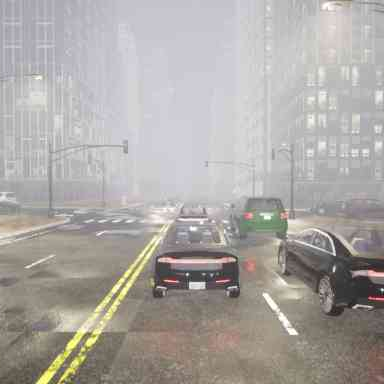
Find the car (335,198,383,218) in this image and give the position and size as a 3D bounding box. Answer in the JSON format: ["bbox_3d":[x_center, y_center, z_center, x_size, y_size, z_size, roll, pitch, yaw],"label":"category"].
[{"bbox_3d":[16.119,1.518,30.076,5.009,1.841,2.192,1,0,1],"label":"car"}]

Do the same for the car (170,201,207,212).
[{"bbox_3d":[0.051,1.482,17.656,2.128,1.511,4.902,0,0,0],"label":"car"}]

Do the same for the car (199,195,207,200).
[{"bbox_3d":[3.004,1.501,91.277,1.895,1.301,4.718,0,0,0],"label":"car"}]

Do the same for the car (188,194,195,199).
[{"bbox_3d":[-0.247,1.333,91.270,1.895,1.301,4.718,0,0,0],"label":"car"}]

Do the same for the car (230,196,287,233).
[{"bbox_3d":[3.303,1.212,17.304,2.150,2.045,5.566,0,0,0],"label":"car"}]

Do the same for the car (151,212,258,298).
[{"bbox_3d":[0.077,1.487,8.472,2.128,1.511,4.902,0,0,0],"label":"car"}]

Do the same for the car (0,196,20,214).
[{"bbox_3d":[-19.483,1.406,33.154,4.181,1.385,1.994,1,1,1],"label":"car"}]

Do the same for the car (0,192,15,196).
[{"bbox_3d":[-22.118,0.989,36.409,5.566,2.045,2.150,1,1,1],"label":"car"}]

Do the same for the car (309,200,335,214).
[{"bbox_3d":[15.160,1.605,35.906,4.892,1.490,1.837,1,1,2],"label":"car"}]

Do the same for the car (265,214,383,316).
[{"bbox_3d":[3.327,1.488,7.462,2.128,1.511,4.902,0,0,0],"label":"car"}]

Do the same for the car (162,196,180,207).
[{"bbox_3d":[-3.481,1.453,51.349,2.128,1.511,4.902,0,0,0],"label":"car"}]

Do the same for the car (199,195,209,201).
[{"bbox_3d":[3.029,1.474,81.614,1.994,1.385,4.181,0,0,0],"label":"car"}]

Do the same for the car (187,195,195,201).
[{"bbox_3d":[-0.218,1.454,80.822,2.033,1.411,5.357,0,0,0],"label":"car"}]

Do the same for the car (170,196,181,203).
[{"bbox_3d":[-3.442,1.490,70.586,1.994,1.385,4.181,0,0,0],"label":"car"}]

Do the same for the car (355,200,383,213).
[{"bbox_3d":[21.705,1.641,38.377,4.829,1.417,1.752,1,0,1],"label":"car"}]
